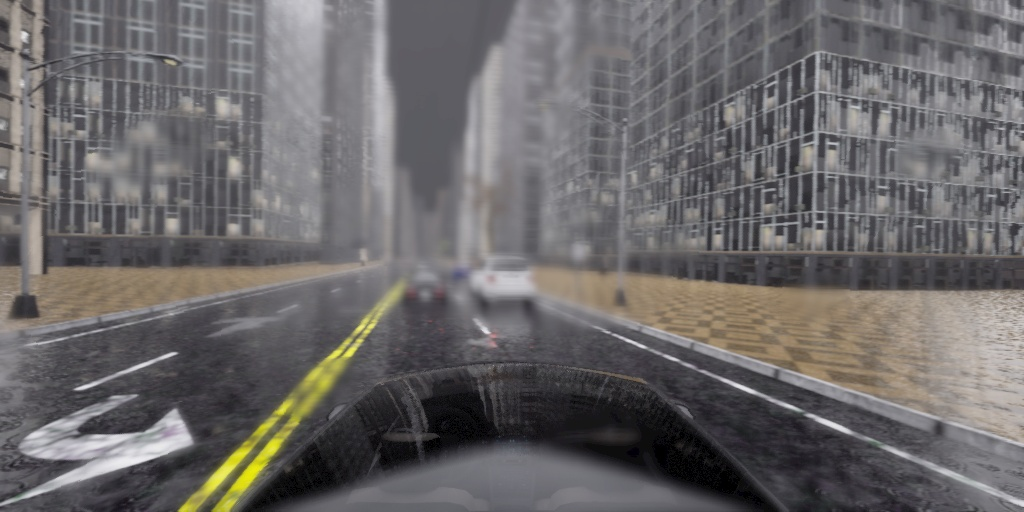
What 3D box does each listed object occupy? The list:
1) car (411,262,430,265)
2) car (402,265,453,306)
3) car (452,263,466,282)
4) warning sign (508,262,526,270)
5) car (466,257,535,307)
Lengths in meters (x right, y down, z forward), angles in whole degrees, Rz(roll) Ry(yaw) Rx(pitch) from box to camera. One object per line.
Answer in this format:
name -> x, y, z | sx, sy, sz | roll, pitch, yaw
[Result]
car -> -7.217, 1.410, 30.193 | 2.033, 1.411, 5.357 | 1, 0, -13
car -> -3.829, 1.329, 15.979 | 1.812, 1.442, 4.674 | 1, 0, -13
car -> -4.163, 1.390, 31.415 | 1.882, 1.535, 5.008 | 1, 0, -13
warning sign -> 0.273, 1.039, 25.033 | 1.300, 1.860, 1.060 | 0, 0, -13
car -> -0.585, 1.066, 16.389 | 2.150, 2.045, 5.566 | 1, 0, -13
